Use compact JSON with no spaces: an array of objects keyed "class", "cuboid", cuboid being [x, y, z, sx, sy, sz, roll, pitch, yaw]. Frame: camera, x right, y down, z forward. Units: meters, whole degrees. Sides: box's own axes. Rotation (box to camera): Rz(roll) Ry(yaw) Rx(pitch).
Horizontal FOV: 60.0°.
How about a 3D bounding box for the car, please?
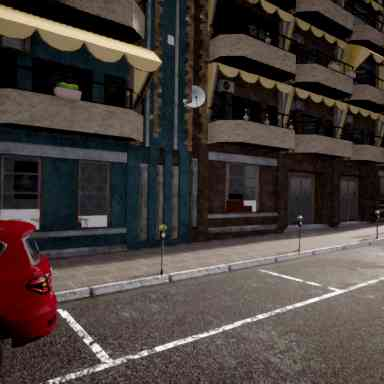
[{"class":"car","cuboid":[-4.122,1.315,3.595,5.009,1.841,2.192,0,1,-36]}]
